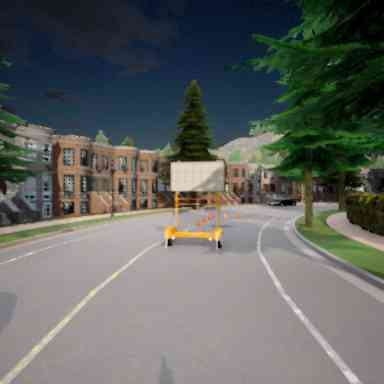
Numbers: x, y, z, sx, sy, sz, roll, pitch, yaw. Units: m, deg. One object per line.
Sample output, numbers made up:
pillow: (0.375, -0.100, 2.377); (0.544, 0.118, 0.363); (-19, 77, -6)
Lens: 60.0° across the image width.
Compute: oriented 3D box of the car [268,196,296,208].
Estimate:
car: (12.160, 1.350, 44.729); (4.902, 1.511, 2.128); (0, 0, -43)

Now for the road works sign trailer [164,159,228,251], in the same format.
road works sign trailer: (0.267, 0.415, 14.117); (2.380, 3.560, 2.880); (0, 0, 13)
